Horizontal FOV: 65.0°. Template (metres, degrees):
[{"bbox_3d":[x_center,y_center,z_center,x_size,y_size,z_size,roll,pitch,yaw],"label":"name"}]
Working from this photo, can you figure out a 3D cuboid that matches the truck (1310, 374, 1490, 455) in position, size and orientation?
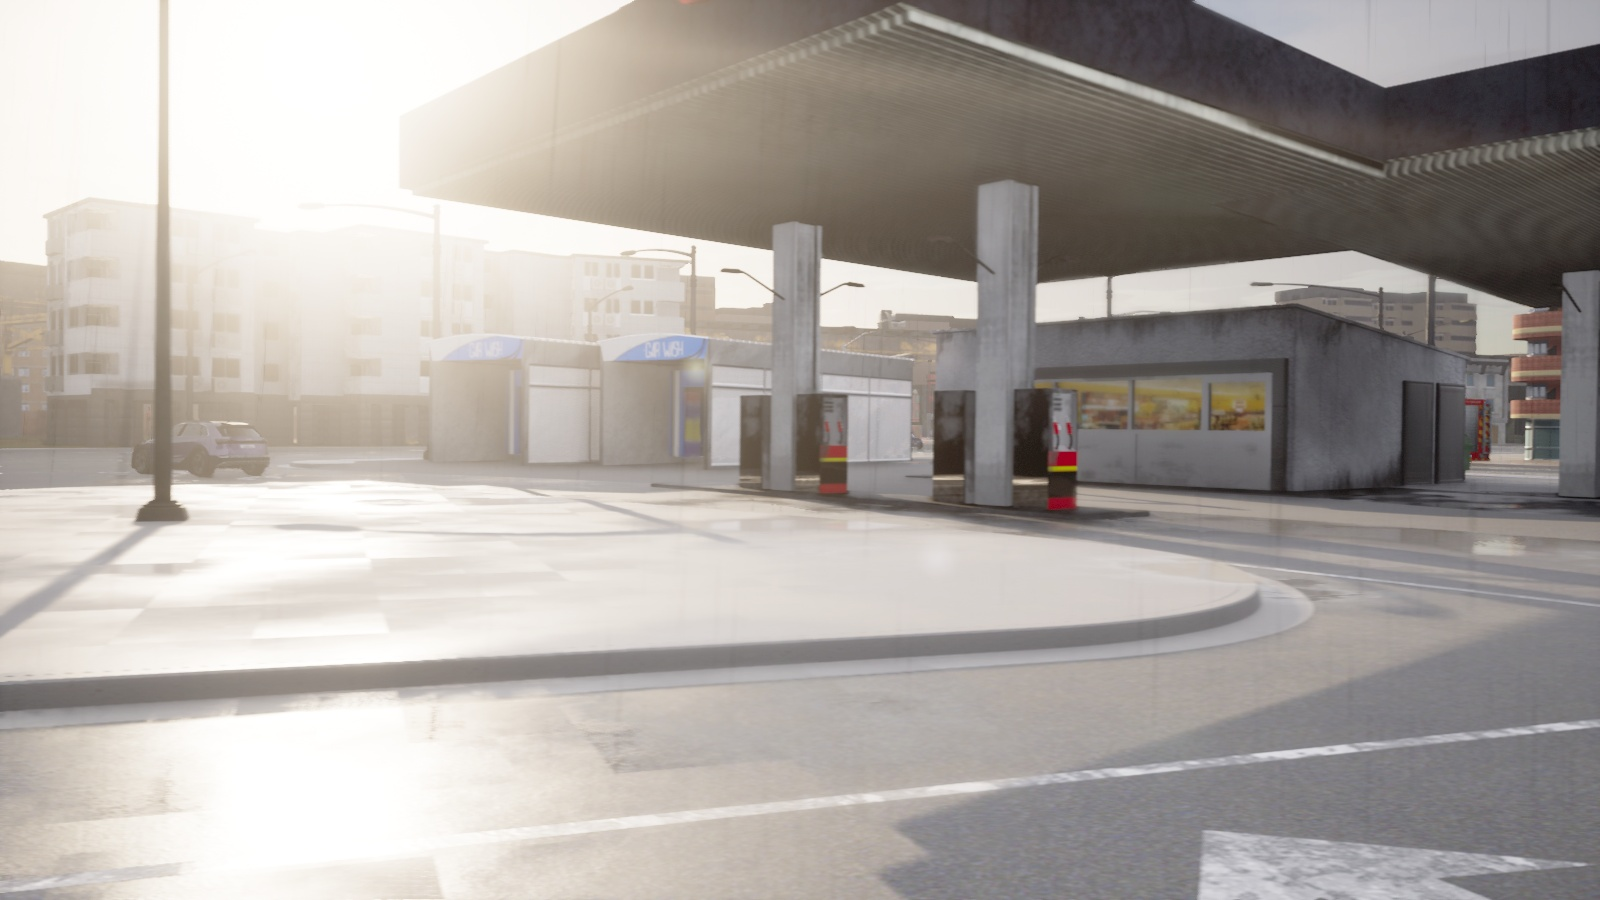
[{"bbox_3d":[30.084,-1.727,63.506,2.891,3.827,8.468,-1,1,-22],"label":"truck"}]

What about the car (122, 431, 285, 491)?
[{"bbox_3d":[-17.626,0.314,37.066,4.856,1.649,2.033,0,1,32],"label":"car"}]
